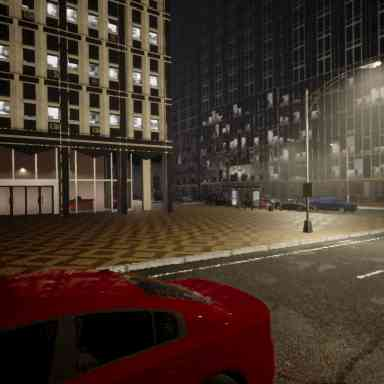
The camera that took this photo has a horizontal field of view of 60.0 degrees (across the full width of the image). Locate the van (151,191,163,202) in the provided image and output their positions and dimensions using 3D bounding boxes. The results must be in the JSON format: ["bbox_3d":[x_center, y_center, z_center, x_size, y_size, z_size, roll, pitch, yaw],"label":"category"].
[{"bbox_3d":[-5.233,0.937,58.784,1.690,1.788,3.998,0,1,-35],"label":"van"}]

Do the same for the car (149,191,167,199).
[{"bbox_3d":[-8.005,0.615,77.577,2.192,1.841,5.009,0,1,-35],"label":"car"}]

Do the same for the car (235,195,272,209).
[{"bbox_3d":[7.571,1.388,40.003,1.802,1.307,4.206,0,1,-35],"label":"car"}]

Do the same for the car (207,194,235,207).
[{"bbox_3d":[4.395,1.319,44.716,1.947,1.339,4.313,0,1,-35],"label":"car"}]

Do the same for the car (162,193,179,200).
[{"bbox_3d":[-4.780,0.936,72.900,1.802,1.307,4.206,0,1,-35],"label":"car"}]

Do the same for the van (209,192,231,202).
[{"bbox_3d":[4.892,0.855,58.855,1.690,1.788,3.998,0,1,-35],"label":"van"}]

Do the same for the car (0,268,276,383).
[{"bbox_3d":[-1.493,1.477,2.616,5.008,1.535,1.882,0,0,-36],"label":"car"}]

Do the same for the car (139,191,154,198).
[{"bbox_3d":[-11.229,0.686,82.259,1.967,1.590,4.097,0,1,-35],"label":"car"}]

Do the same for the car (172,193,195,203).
[{"bbox_3d":[-1.925,1.098,58.629,1.812,1.442,4.674,-1,1,-34],"label":"car"}]

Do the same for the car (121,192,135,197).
[{"bbox_3d":[-17.677,0.688,91.621,2.008,1.369,4.403,0,1,-35],"label":"car"}]

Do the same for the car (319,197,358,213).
[{"bbox_3d":[14.577,1.317,34.577,1.882,1.535,5.008,-1,1,-35],"label":"car"}]

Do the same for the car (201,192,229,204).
[{"bbox_3d":[3.877,1.020,50.124,2.097,1.767,4.553,-1,1,-34],"label":"car"}]

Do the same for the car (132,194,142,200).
[{"bbox_3d":[-11.682,1.039,68.147,2.008,1.369,4.403,0,1,-35],"label":"car"}]

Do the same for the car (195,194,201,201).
[{"bbox_3d":[1.669,1.043,63.539,1.802,1.307,4.206,0,1,-35],"label":"car"}]

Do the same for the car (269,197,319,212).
[{"bbox_3d":[10.781,1.424,35.310,1.947,1.339,4.313,0,1,-35],"label":"car"}]
